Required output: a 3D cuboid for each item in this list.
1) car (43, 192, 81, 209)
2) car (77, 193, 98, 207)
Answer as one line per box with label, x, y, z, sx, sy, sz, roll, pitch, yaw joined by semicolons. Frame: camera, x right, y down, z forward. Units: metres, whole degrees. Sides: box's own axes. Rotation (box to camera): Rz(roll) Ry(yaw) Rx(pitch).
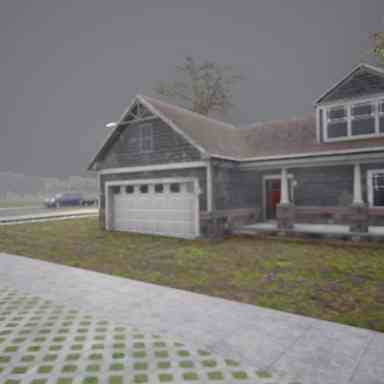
car;-14.014;0.839;36.640;2.097;1.767;4.553;-1;1;37
car;-9.781;0.944;36.799;1.895;1.301;4.718;-1;1;38
